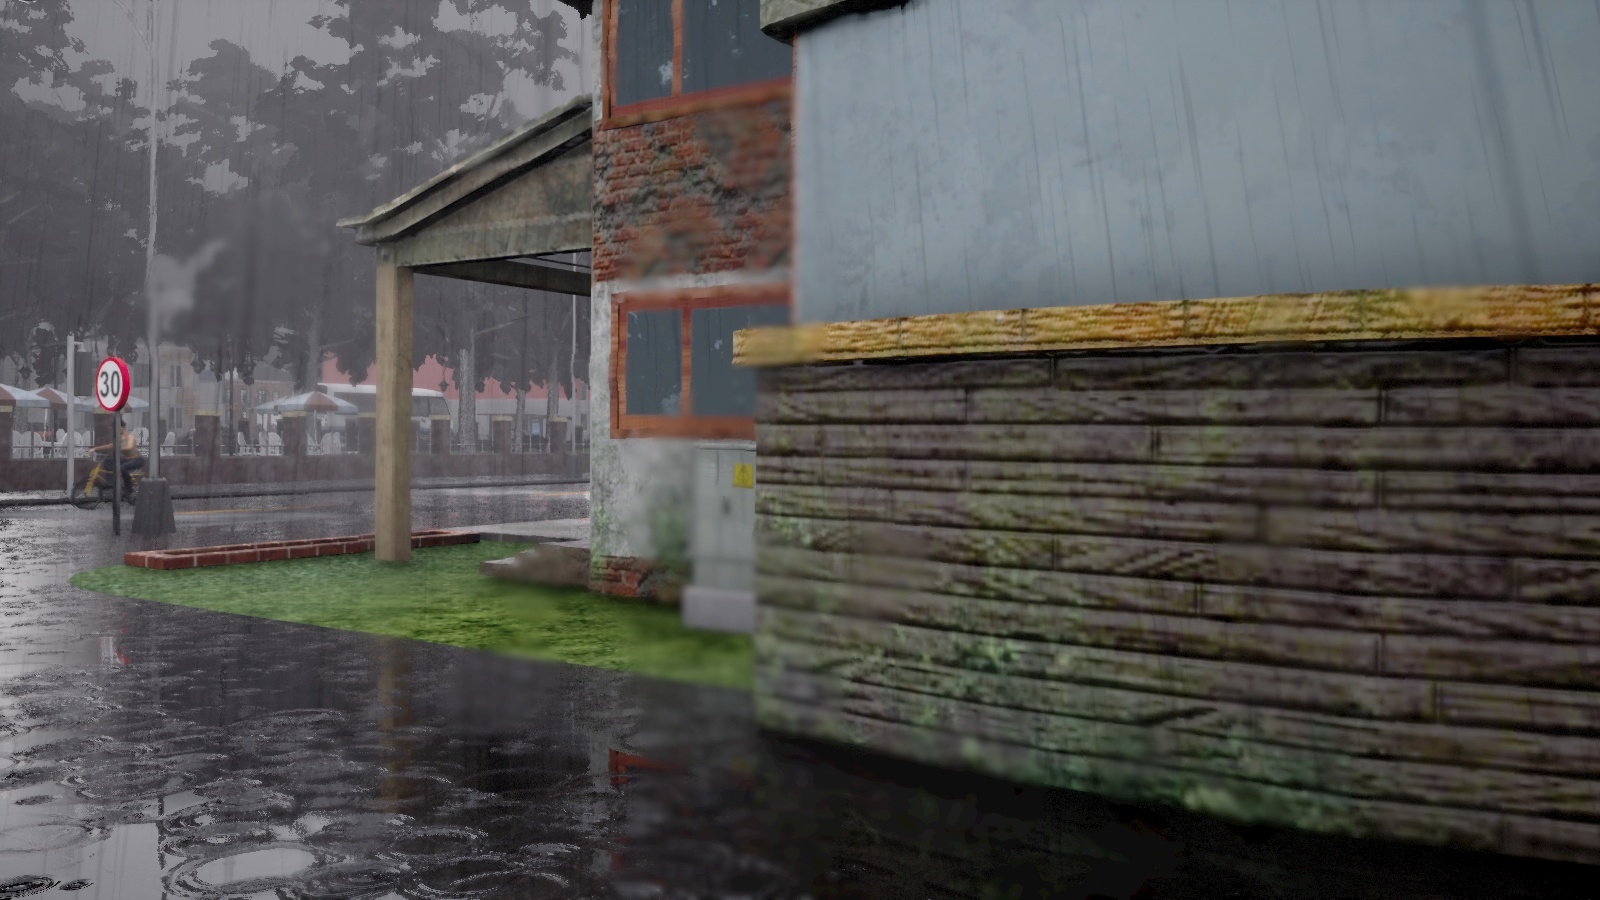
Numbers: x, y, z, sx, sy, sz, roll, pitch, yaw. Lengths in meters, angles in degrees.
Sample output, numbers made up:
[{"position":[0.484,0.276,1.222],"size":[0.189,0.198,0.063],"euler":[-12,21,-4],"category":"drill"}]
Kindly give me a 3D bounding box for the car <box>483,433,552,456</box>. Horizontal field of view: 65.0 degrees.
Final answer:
[{"position":[-20.658,-0.409,92.079],"size":[2.033,1.649,4.856],"euler":[0,1,33],"category":"car"}]

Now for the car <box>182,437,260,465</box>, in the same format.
[{"position":[-33.468,0.022,72.664],"size":[1.789,1.549,3.705],"euler":[0,1,33],"category":"car"}]

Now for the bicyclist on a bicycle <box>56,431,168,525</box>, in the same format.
[{"position":[-12.319,0.472,22.517],"size":[0.866,1.612,1.509],"euler":[0,1,34],"category":"bicyclist on a bicycle"}]

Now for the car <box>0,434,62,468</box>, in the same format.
[{"position":[-42.161,0.061,66.737],"size":[2.097,1.767,4.553],"euler":[0,1,33],"category":"car"}]

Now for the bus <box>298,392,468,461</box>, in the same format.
[{"position":[-27.106,-1.524,82.318],"size":[3.944,4.253,10.273],"euler":[0,1,33],"category":"bus"}]
